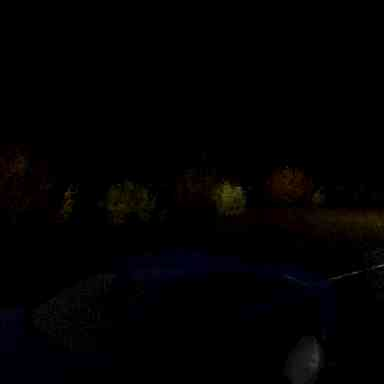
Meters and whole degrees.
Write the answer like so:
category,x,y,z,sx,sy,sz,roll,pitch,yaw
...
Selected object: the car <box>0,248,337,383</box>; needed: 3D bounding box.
category,x,y,z,sx,sy,sz,roll,pitch,yaw
car,-0.431,1.478,3.687,5.008,1.535,1.882,0,0,-36
